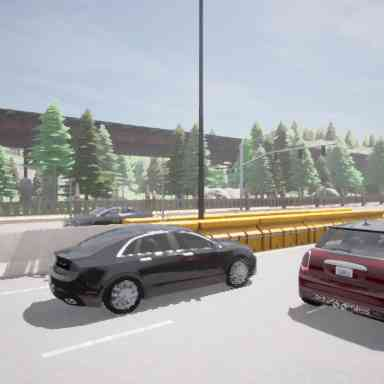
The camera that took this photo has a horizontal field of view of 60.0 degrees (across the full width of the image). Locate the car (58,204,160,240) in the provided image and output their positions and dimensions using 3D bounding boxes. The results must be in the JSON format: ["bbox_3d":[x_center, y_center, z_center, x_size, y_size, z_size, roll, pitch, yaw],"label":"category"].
[{"bbox_3d":[-4.422,1.492,17.955,4.902,1.511,2.128,0,0,-35],"label":"car"}]

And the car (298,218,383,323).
[{"bbox_3d":[4.269,1.352,6.802,4.553,1.767,2.097,0,0,-36],"label":"car"}]

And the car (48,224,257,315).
[{"bbox_3d":[-0.628,1.507,7.604,4.892,1.490,1.837,-1,0,-36],"label":"car"}]
